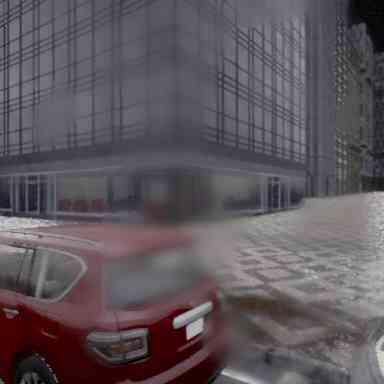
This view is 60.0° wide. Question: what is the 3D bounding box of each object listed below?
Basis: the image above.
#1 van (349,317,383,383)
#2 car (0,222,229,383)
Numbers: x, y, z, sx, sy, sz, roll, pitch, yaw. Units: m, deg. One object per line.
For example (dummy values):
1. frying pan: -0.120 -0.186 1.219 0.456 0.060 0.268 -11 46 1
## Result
1. van: 2.683 1.327 1.158 3.998 1.788 1.690 -1 0 35
2. car: -1.916 1.350 4.438 5.009 1.841 2.192 -1 0 35
